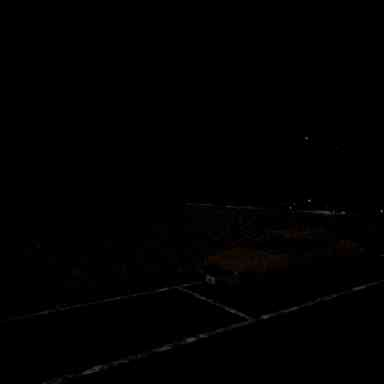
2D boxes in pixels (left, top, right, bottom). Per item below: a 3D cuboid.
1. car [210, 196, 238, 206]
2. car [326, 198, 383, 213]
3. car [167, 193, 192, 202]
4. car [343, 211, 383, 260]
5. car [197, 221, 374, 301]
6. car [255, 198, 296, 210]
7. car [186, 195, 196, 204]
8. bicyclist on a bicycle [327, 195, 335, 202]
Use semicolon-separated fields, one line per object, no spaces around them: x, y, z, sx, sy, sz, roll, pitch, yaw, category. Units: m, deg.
4.336;1.248;45.367;1.994;1.385;4.181;1;0;-34;car
14.700;1.341;30.230;2.128;1.511;4.902;1;0;-34;car
-2.327;1.057;60.717;2.128;1.511;4.902;1;0;-34;car
7.132;1.547;11.662;4.507;1.381;1.887;0;1;-35;car
2.372;1.527;8.357;4.829;1.417;1.752;0;1;-35;car
9.460;1.367;37.875;1.895;1.301;4.718;1;0;-34;car
-1.261;1.193;53.575;1.895;1.301;4.718;1;0;-34;car
16.306;1.158;38.926;1.656;1.620;0.582;0;0;-34;bicyclist on a bicycle
